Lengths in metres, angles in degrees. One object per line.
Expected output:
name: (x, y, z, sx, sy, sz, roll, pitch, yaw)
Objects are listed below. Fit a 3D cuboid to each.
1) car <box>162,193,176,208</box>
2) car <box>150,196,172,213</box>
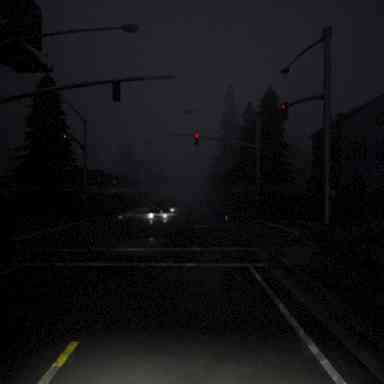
car: (-3.578, 1.223, 49.799, 2.150, 2.045, 5.566, 0, 0, 1)
car: (-3.597, 1.506, 37.514, 1.837, 1.490, 4.892, 0, 0, 0)
